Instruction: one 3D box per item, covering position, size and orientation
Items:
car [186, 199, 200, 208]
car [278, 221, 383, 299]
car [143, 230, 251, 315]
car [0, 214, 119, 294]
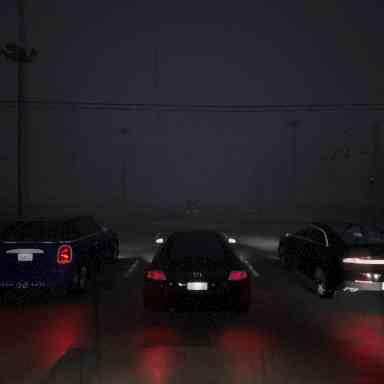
[{"bbox_3d":[0.078,1.601,46.410,1.895,1.301,4.718,0,0,0],"label":"car"},{"bbox_3d":[3.595,1.492,8.447,2.128,1.511,4.902,0,0,0],"label":"car"},{"bbox_3d":[0.092,1.564,7.636,1.994,1.385,4.181,0,0,0],"label":"car"},{"bbox_3d":[-3.406,1.352,8.929,2.097,1.767,4.553,0,0,0],"label":"car"}]
